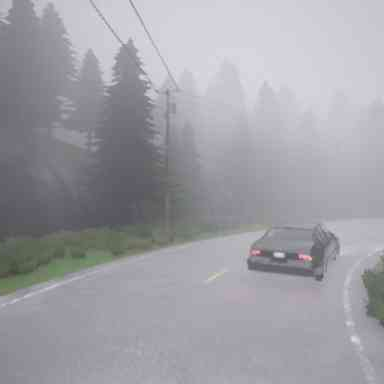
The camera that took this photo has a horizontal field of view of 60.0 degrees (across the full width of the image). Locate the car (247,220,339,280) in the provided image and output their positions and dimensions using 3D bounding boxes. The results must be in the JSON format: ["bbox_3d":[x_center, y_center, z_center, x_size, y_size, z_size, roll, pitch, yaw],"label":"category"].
[{"bbox_3d":[3.341,1.599,10.309,2.033,1.411,5.357,0,0,29],"label":"car"}]
